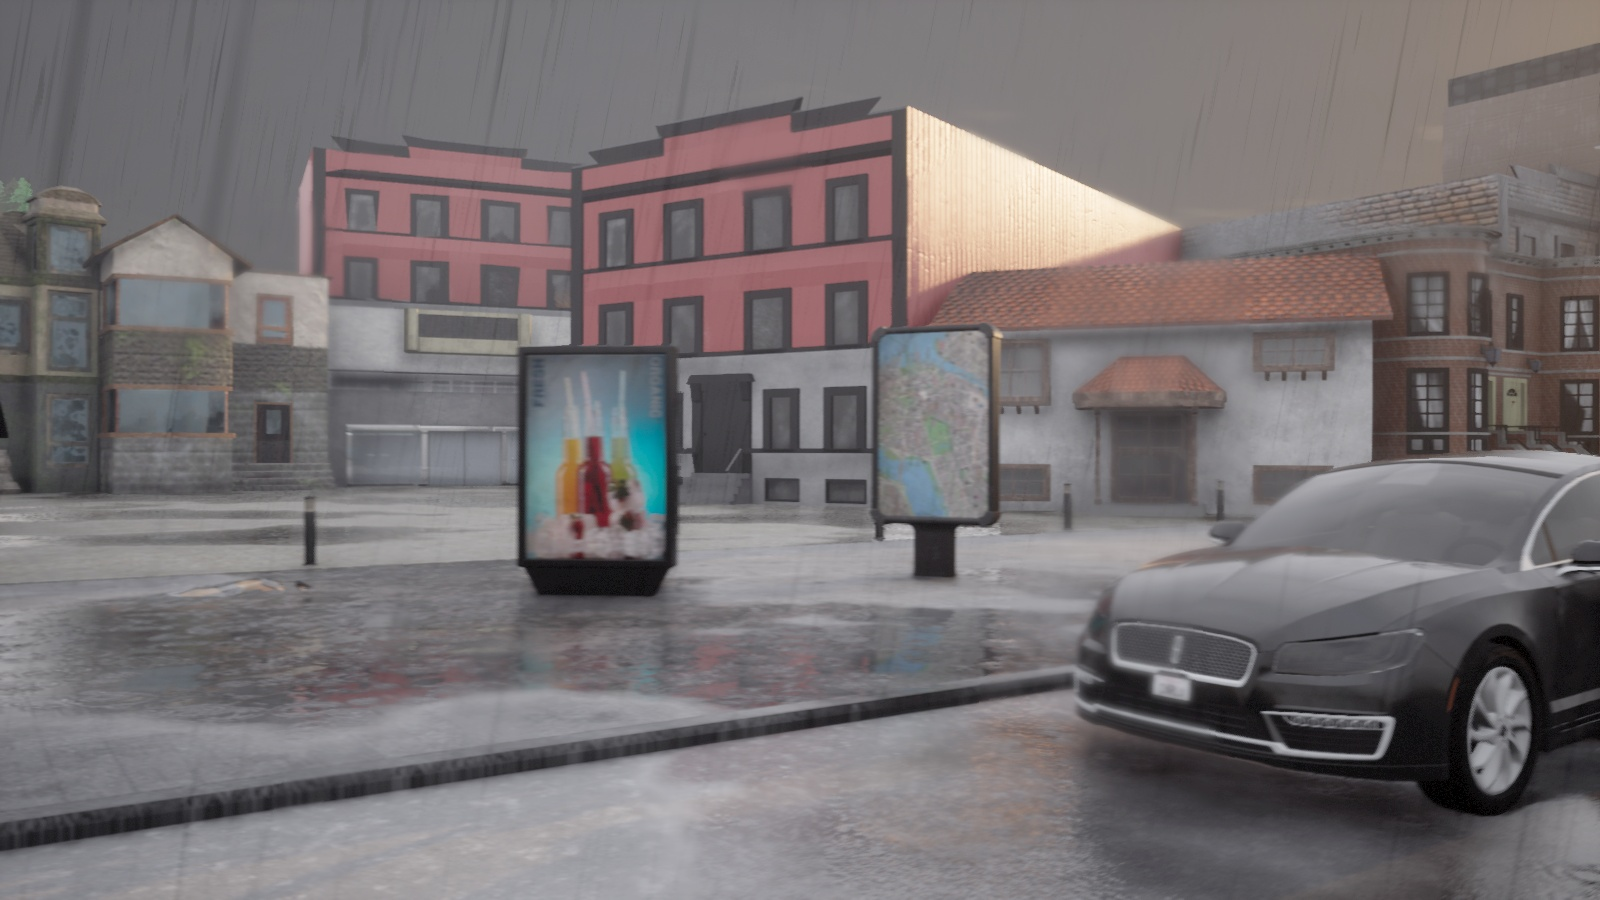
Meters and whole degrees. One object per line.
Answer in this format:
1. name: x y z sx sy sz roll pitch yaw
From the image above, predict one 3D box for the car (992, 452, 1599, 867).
1. car: 3.456 0.759 6.674 4.892 1.490 1.837 0 0 -35
